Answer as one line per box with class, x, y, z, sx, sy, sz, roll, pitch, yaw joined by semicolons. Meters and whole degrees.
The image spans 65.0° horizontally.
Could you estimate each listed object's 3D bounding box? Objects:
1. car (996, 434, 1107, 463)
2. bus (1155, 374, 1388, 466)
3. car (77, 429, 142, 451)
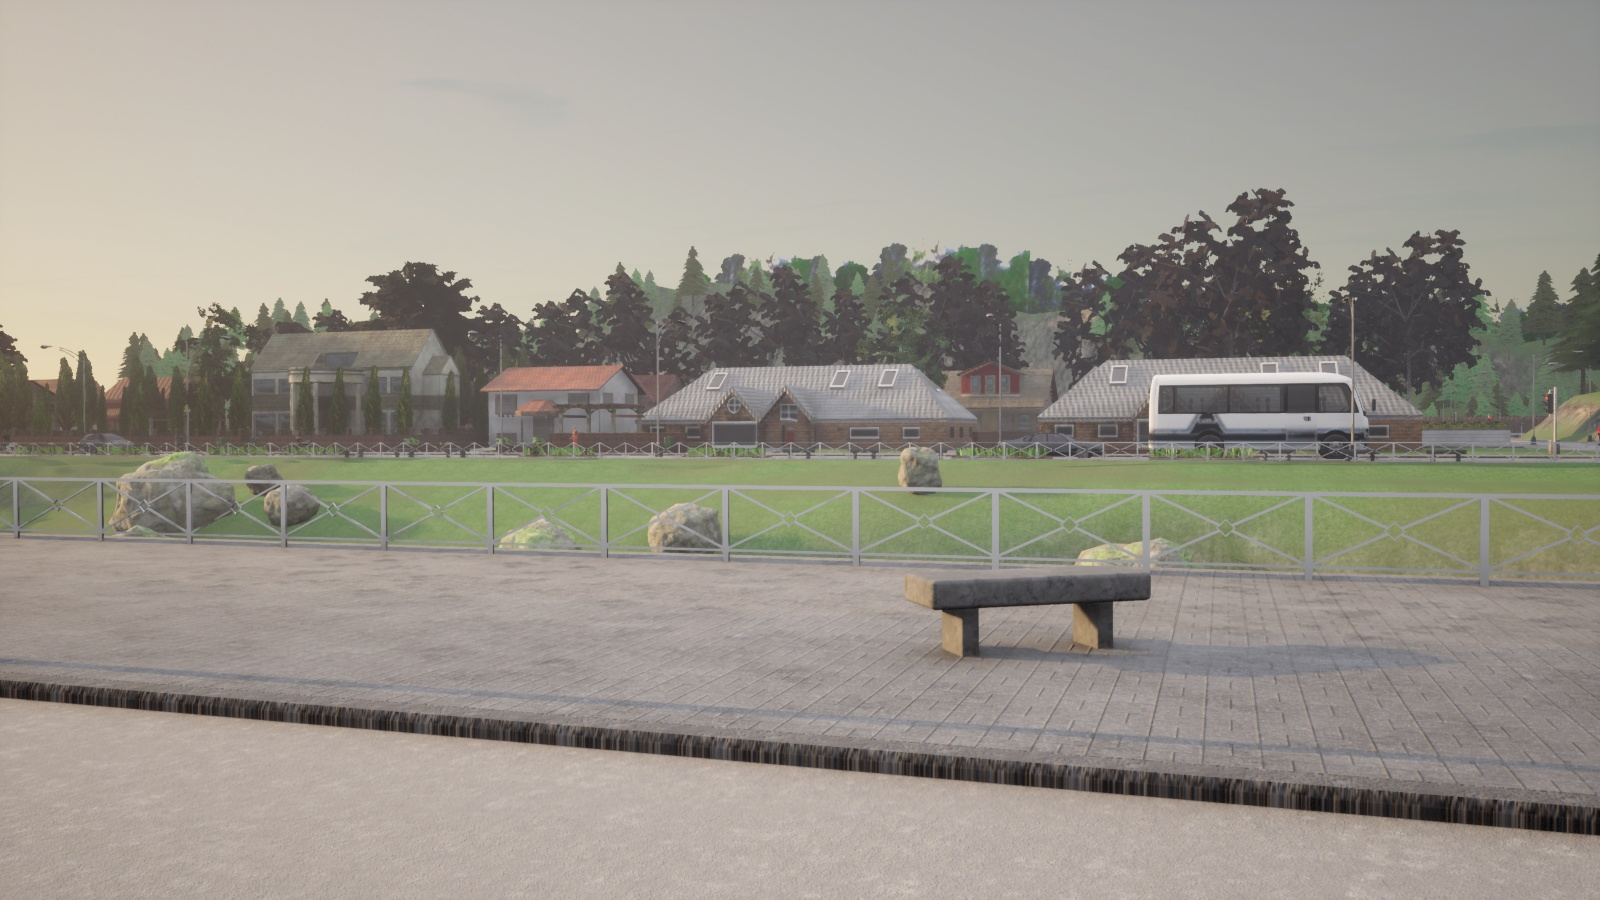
car;12.919;-0.109;64.415;5.357;1.411;2.033;1;1;19
bus;22.714;-1.443;61.097;10.273;4.253;3.944;1;1;19
car;-46.381;-0.684;84.372;3.633;1.501;1.845;1;1;19
